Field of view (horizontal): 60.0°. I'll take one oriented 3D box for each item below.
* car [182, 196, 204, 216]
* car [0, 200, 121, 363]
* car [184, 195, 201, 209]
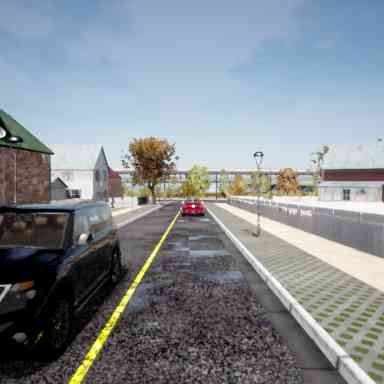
[{"bbox_3d":[0.078,1.344,33.052,2.097,1.767,4.553,0,0,-1],"label":"car"},{"bbox_3d":[-2.855,1.218,6.301,2.150,2.045,5.566,0,0,0],"label":"car"},{"bbox_3d":[0.070,1.353,45.120,2.097,1.767,4.553,0,0,0],"label":"car"}]
